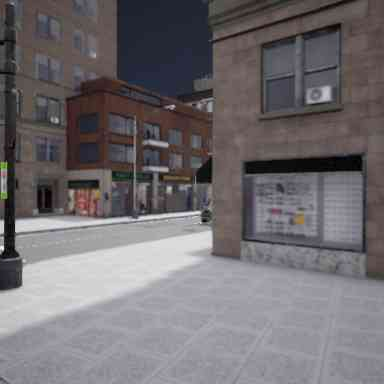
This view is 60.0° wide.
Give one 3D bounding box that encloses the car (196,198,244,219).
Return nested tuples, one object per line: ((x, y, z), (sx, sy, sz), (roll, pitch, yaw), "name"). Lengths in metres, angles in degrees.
((2.509, 1.352, 28.254), (1.837, 1.490, 4.892), (0, 0, 35), "car")

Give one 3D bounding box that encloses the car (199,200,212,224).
((2.546, 1.225, 22.958), (2.097, 1.767, 4.553), (0, 0, 35), "car")
